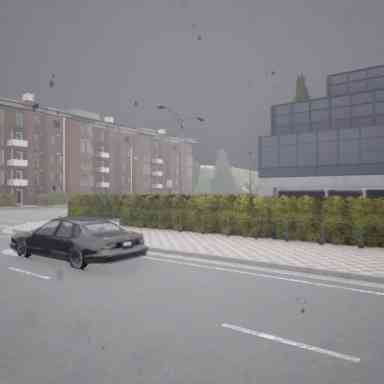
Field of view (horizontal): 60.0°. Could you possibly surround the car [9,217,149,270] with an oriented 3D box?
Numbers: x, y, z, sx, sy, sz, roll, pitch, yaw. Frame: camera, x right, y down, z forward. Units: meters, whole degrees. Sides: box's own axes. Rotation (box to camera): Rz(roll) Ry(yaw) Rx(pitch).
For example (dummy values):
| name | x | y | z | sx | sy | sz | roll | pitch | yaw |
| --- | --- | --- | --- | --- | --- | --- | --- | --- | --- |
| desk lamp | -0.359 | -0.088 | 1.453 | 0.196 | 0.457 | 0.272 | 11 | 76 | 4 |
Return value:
| name | x | y | z | sx | sy | sz | roll | pitch | yaw |
| --- | --- | --- | --- | --- | --- | --- | --- | --- | --- |
| car | -3.906 | 1.547 | 11.048 | 5.357 | 1.411 | 2.033 | 0 | 0 | 35 |
